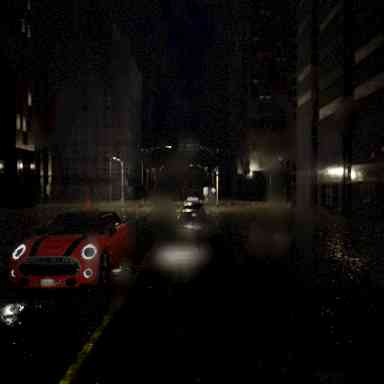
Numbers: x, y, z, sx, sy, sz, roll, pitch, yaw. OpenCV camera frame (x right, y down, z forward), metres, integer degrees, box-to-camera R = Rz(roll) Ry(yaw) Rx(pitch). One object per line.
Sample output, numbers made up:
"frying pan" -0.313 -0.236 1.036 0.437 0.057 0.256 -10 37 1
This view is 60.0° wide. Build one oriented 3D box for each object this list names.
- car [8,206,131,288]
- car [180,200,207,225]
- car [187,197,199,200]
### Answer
"car" -3.096 1.339 9.353 2.097 1.767 4.553 0 0 0
"car" 0.110 1.514 23.722 2.033 1.411 5.357 0 0 0
"car" 0.116 1.429 42.396 2.128 1.511 4.902 0 0 0
